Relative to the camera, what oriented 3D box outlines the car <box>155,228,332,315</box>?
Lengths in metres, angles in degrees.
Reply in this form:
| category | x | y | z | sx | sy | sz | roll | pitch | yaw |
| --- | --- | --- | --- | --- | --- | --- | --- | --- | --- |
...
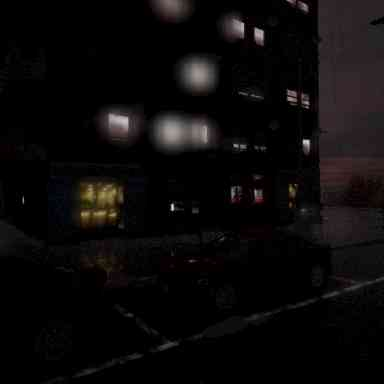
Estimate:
| category | x | y | z | sx | sy | sz | roll | pitch | yaw |
| --- | --- | --- | --- | --- | --- | --- | --- | --- | --- |
| car | 1.323 | 1.543 | 7.515 | 4.507 | 1.381 | 1.887 | 0 | -1 | -35 |

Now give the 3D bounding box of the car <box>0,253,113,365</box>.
| category | x | y | z | sx | sy | sz | roll | pitch | yaw |
| --- | --- | --- | --- | --- | --- | --- | --- | --- | --- |
| car | -3.300 | 1.544 | 4.218 | 4.507 | 1.381 | 1.887 | 0 | -1 | -35 |
